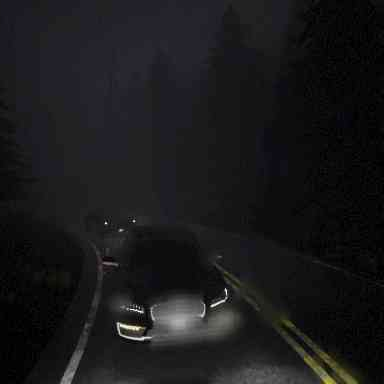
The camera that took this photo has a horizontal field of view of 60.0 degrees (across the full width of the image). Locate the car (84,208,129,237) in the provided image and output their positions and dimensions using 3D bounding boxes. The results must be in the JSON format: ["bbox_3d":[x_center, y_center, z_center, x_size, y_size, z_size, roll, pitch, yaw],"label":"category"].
[{"bbox_3d":[-4.629,1.610,18.534,1.895,1.301,4.718,-3,1,-29],"label":"car"}]

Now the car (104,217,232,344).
[{"bbox_3d":[-0.644,1.494,6.793,1.837,1.490,4.892,-1,0,-11],"label":"car"}]
